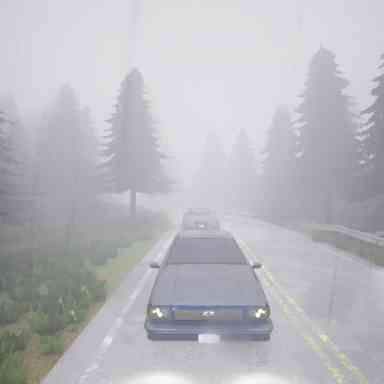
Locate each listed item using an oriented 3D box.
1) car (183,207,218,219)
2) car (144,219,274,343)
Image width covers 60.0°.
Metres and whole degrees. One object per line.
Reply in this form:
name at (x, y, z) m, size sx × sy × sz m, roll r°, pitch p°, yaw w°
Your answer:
car at (0.447, 1.584, 19.161) m, size 1.994 × 1.385 × 4.181 m, roll 0°, pitch 0°, yaw -2°
car at (0.271, 1.557, 7.076) m, size 2.033 × 1.411 × 5.357 m, roll 0°, pitch 0°, yaw 1°
